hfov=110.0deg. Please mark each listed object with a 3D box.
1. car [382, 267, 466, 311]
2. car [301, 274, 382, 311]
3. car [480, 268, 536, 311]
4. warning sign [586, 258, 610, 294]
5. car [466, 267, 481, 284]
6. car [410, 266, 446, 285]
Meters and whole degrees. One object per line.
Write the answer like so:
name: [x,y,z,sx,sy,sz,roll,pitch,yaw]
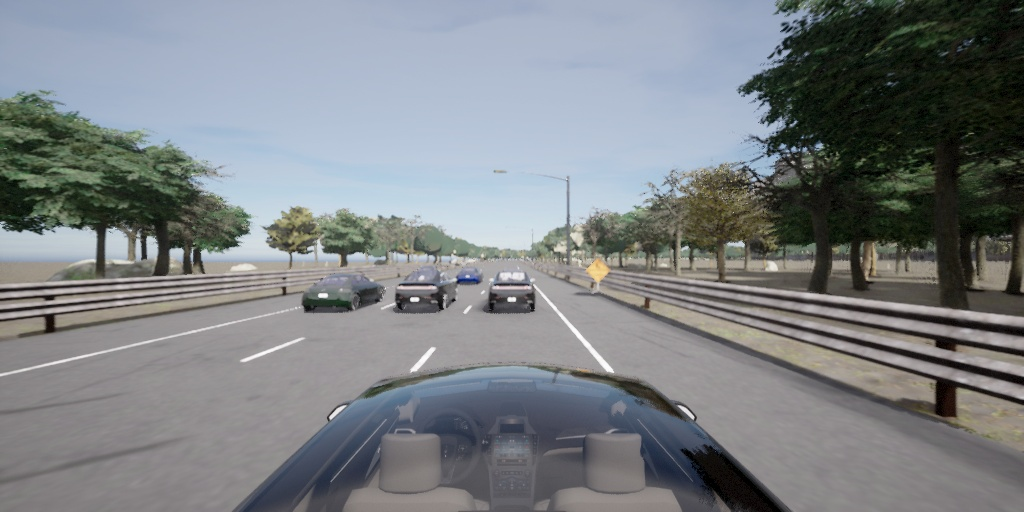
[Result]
car: [-3.494,1.381,15.351,2.128,1.511,4.902,0,0,0]
car: [-6.994,1.452,15.309,1.994,1.385,4.181,0,-1,0]
car: [0.007,1.381,15.352,2.128,1.511,4.902,0,0,0]
warning sign: [4.537,1.040,18.928,1.300,1.860,1.060,0,0,0]
car: [-3.504,1.606,30.276,1.994,1.385,4.181,0,-1,0]
car: [-7.006,1.606,30.310,1.994,1.385,4.181,0,-1,0]
